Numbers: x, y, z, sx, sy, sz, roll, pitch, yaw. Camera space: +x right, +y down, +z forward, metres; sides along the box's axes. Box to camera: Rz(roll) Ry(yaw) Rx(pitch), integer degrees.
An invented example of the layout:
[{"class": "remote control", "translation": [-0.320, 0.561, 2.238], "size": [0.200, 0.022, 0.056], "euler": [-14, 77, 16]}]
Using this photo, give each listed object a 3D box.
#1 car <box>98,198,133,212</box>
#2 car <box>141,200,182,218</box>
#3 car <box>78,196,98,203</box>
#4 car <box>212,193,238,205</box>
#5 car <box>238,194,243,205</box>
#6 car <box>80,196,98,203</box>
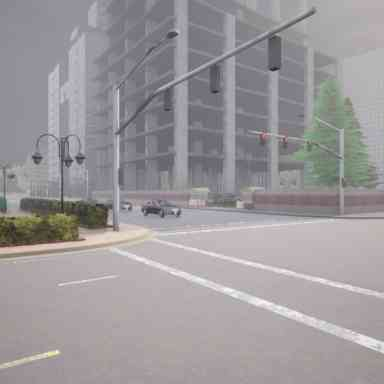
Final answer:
[{"class": "car", "translation": [-8.390, 1.436, 37.482], "size": [2.128, 1.511, 4.902], "euler": [0, 0, -36]}, {"class": "car", "translation": [-2.819, 1.436, 29.815], "size": [2.128, 1.511, 4.902], "euler": [0, 0, -36]}, {"class": "car", "translation": [-14.288, 1.508, 45.610], "size": [1.994, 1.385, 4.181], "euler": [0, 0, -36]}, {"class": "car", "translation": [4.957, 1.114, 53.441], "size": [1.905, 1.878, 3.866], "euler": [0, 0, -36]}, {"class": "car", "translation": [7.346, 1.114, 55.157], "size": [1.905, 1.878, 3.866], "euler": [0, 0, -36]}, {"class": "car", "translation": [-20.713, 1.545, 66.671], "size": [1.895, 1.301, 4.718], "euler": [0, 0, -36]}]
